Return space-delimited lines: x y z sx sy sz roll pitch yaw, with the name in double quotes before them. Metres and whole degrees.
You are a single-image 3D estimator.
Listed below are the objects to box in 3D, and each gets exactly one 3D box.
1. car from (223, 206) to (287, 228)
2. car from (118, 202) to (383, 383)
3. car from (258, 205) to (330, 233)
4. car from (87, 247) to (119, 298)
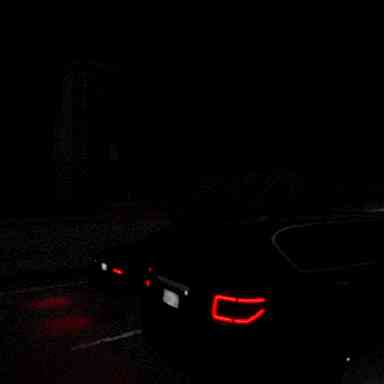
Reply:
"car" 4.738 1.769 24.562 4.718 1.301 1.895 1 0 -36
"car" 1.957 1.263 5.139 5.566 2.045 2.150 1 0 -35
"car" 6.724 1.645 21.684 5.008 1.535 1.882 1 0 -36
"car" 0.260 1.593 8.229 5.357 1.411 2.033 1 0 -35
